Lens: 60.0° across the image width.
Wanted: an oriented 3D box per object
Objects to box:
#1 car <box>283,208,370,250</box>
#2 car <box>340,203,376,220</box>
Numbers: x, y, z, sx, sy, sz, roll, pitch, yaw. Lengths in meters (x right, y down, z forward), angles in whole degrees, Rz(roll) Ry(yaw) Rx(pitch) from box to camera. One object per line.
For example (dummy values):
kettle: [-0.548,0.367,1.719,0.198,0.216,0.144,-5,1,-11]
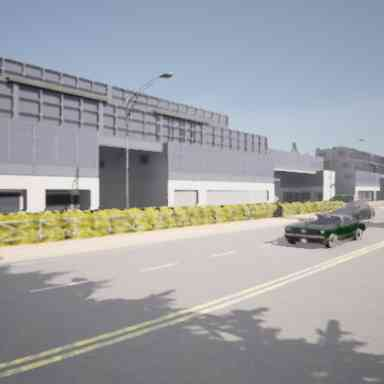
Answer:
car: [5.989,1.621,14.766,1.895,1.301,4.718,-1,0,45]
car: [13.149,1.568,26.868,5.357,1.411,2.033,0,0,-45]
